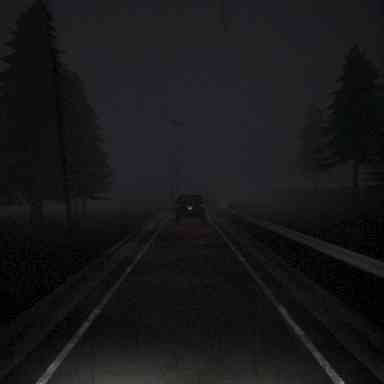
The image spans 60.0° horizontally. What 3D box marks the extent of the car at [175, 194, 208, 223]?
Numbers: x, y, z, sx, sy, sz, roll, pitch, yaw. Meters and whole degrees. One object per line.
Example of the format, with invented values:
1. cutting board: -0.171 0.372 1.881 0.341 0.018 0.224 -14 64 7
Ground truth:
1. car: -0.127 1.189 25.526 2.150 2.045 5.566 0 0 0

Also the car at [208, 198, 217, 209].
1. car: 2.127 1.463 44.314 1.812 1.442 4.674 0 0 13
